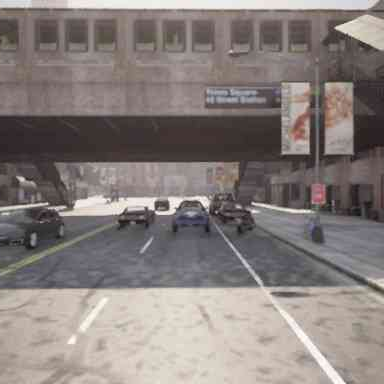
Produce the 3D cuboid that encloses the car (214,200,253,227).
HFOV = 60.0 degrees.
[{"bbox_3d":[2.982,1.523,24.941,1.895,1.301,4.718,0,0,-1],"label":"car"}]

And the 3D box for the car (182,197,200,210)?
[{"bbox_3d":[-0.195,1.393,42.029,2.128,1.511,4.902,0,0,-1],"label":"car"}]

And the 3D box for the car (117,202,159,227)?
[{"bbox_3d":[-3.562,1.562,22.224,1.895,1.301,4.718,0,0,0],"label":"car"}]

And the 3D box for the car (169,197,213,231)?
[{"bbox_3d":[-0.057,1.303,20.542,2.097,1.767,4.553,0,0,0],"label":"car"}]

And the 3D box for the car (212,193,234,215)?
[{"bbox_3d":[2.861,1.139,32.335,2.435,2.045,5.566,0,0,-1],"label":"car"}]

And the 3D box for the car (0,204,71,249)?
[{"bbox_3d":[-7.172,1.500,14.670,1.837,1.490,4.892,0,0,0],"label":"car"}]

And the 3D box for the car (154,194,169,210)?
[{"bbox_3d":[-3.690,1.423,41.470,1.837,1.490,4.892,0,1,-1],"label":"car"}]
